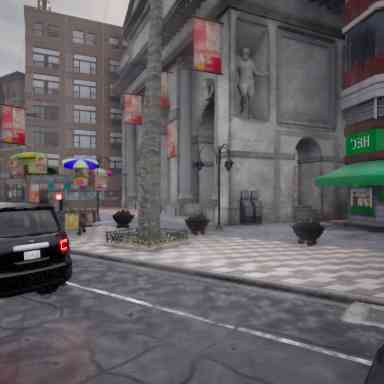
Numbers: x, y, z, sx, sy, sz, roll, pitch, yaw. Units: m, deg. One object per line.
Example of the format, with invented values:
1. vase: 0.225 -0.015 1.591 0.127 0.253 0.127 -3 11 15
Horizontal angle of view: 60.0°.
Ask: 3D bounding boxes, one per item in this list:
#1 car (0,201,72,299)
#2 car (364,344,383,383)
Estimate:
1. car: -5.042 1.221 7.538 5.566 2.045 2.150 0 0 36
2. car: 3.595 1.547 1.316 5.357 1.411 2.033 0 0 37
